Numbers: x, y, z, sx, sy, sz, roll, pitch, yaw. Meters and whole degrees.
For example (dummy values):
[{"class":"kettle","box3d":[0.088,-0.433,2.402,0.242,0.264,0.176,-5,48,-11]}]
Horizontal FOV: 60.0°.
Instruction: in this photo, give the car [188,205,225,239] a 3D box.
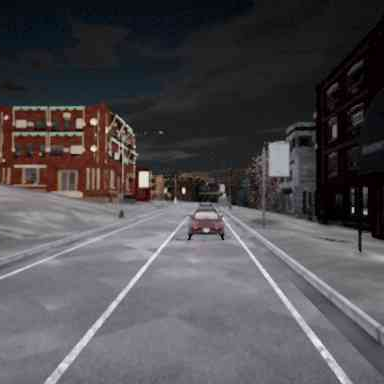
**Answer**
[{"class":"car","box3d":[0.764,1.642,17.946,1.812,1.442,4.674,0,-1,2]}]

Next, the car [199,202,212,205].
[{"class":"car","box3d":[1.597,1.865,38.666,2.128,1.511,4.902,0,-1,2]}]
